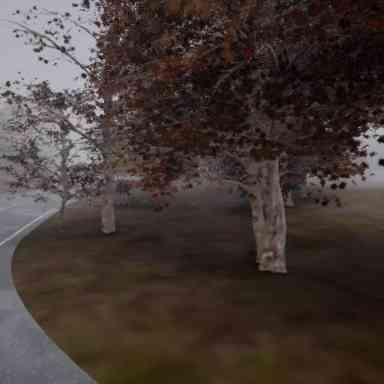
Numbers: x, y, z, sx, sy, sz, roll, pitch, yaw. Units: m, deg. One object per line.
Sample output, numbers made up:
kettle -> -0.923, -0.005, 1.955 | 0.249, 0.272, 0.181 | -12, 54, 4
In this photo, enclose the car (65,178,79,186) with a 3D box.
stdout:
car -> -19.158, -1.628, 52.187 | 1.882, 1.535, 5.008 | 0, 4, -6
